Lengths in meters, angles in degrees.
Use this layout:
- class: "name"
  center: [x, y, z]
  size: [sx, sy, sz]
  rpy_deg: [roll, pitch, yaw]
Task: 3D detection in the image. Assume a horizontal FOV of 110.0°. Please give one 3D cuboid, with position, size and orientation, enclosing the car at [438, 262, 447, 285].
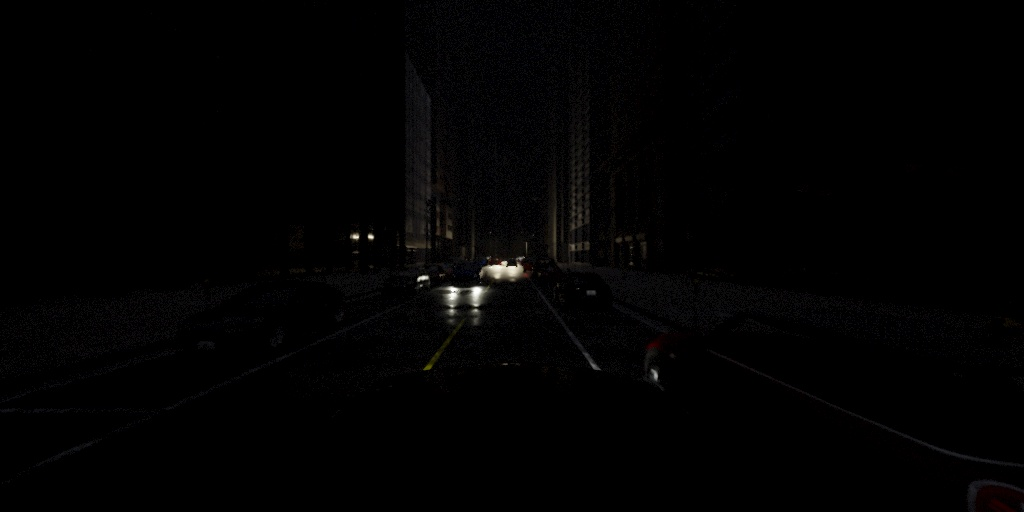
- class: "car"
  center: [-5.761, 1.321, 25.766]
  size: [1.802, 1.307, 4.207]
  rpy_deg: [0, 0, 0]

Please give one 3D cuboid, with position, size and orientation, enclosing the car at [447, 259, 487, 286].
- class: "car"
  center: [-3.094, 1.217, 25.644]
  size: [1.882, 1.535, 5.008]
  rpy_deg: [0, 0, 0]

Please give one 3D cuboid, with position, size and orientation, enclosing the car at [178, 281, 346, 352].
- class: "car"
  center: [-5.762, 1.311, 8.938]
  size: [1.948, 1.339, 4.313]
  rpy_deg: [0, 0, 0]

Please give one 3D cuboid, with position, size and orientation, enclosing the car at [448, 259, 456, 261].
- class: "car"
  center: [-5.760, 1.264, 31.206]
  size: [1.751, 1.417, 4.829]
  rpy_deg: [0, 0, 0]

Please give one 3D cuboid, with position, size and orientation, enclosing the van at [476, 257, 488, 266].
- class: "van"
  center: [-5.758, 1.077, 65.033]
  size: [1.690, 1.789, 3.998]
  rpy_deg: [0, 0, 0]

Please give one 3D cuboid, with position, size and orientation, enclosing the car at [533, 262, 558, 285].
- class: "car"
  center: [2.764, 1.321, 25.779]
  size: [1.802, 1.307, 4.207]
  rpy_deg: [0, 0, 0]

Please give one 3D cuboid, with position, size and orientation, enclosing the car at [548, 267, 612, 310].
- class: "car"
  center: [2.764, 1.309, 14.560]
  size: [1.948, 1.339, 4.313]
  rpy_deg: [0, 0, 0]

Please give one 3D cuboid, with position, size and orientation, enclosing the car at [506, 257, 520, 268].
- class: "car"
  center: [0.005, 1.263, 62.047]
  size: [1.812, 1.442, 4.674]
  rpy_deg: [0, 0, 0]

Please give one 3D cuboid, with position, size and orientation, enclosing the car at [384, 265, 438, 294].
- class: "car"
  center: [-5.761, 1.291, 20.157]
  size: [2.007, 1.370, 4.403]
  rpy_deg: [0, 0, 0]

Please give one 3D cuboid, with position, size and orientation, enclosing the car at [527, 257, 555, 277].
- class: "car"
  center: [2.765, 1.053, 31.387]
  size: [2.192, 1.841, 5.009]
  rpy_deg: [0, 0, 0]

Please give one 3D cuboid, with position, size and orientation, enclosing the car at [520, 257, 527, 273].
- class: "car"
  center: [2.390, 1.090, 43.137]
  size: [2.097, 1.767, 4.553]
  rpy_deg: [0, 0, 0]

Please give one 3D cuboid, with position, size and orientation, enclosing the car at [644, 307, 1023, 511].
- class: "car"
  center: [2.763, 1.189, 3.342]
  size: [1.967, 1.591, 4.097]
  rpy_deg: [0, 0, 0]
